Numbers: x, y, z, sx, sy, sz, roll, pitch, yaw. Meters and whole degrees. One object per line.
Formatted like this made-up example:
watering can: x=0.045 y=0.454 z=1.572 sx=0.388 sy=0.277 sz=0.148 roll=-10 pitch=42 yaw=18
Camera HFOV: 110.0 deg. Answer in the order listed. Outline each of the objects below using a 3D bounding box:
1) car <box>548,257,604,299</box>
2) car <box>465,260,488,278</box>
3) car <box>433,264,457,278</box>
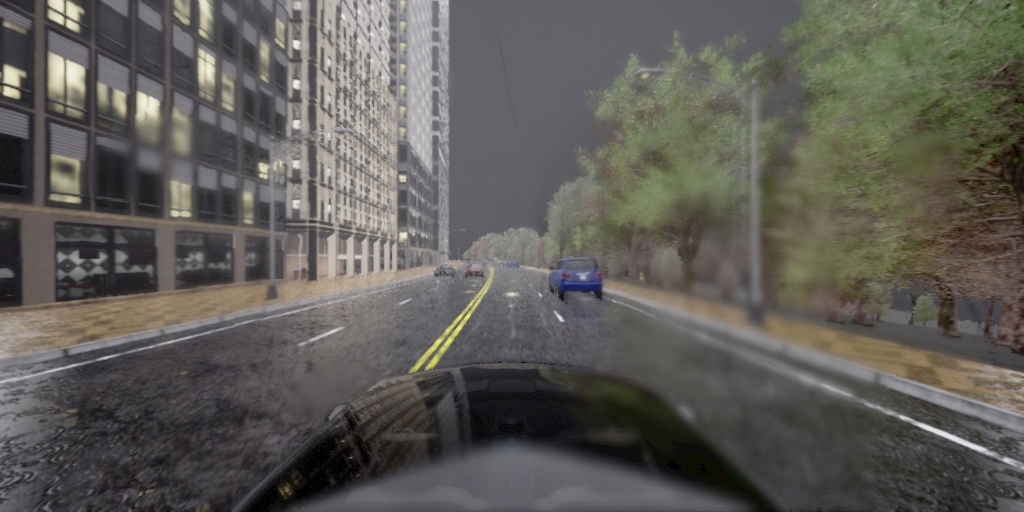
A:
car: x=3.260 y=1.101 z=19.053 sx=2.150 sy=2.045 sz=5.566 roll=0 pitch=0 yaw=-1
car: x=-3.849 y=1.495 z=37.735 sx=1.882 sy=1.535 sz=5.008 roll=0 pitch=0 yaw=-2
car: x=-7.128 y=1.588 z=38.507 sx=1.994 sy=1.385 sz=4.181 roll=0 pitch=0 yaw=-2
